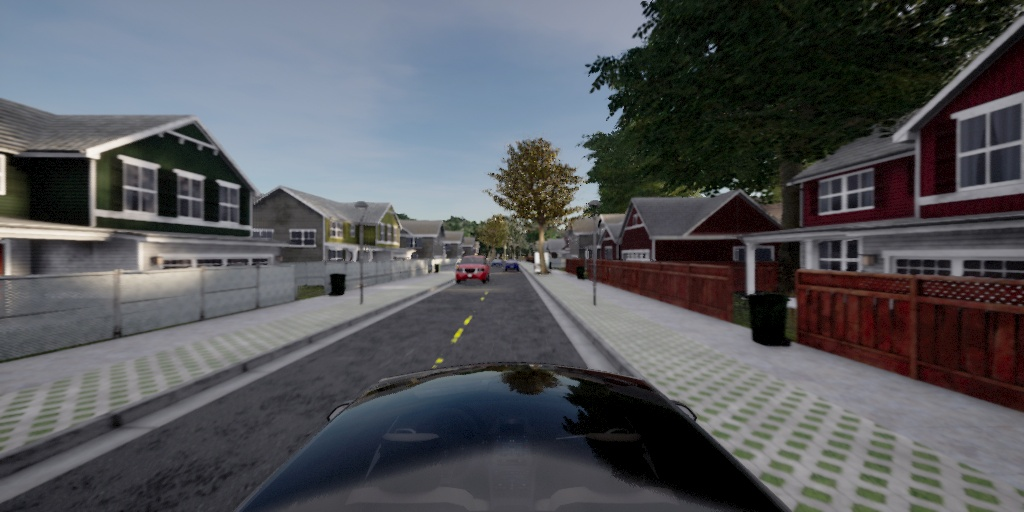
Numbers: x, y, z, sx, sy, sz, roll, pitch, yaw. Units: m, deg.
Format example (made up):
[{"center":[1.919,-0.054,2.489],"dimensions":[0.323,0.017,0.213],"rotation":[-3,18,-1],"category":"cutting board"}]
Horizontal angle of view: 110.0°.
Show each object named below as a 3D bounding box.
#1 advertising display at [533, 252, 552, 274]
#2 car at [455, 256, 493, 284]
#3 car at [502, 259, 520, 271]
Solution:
[{"center":[3.018,0.782,36.473],"dimensions":[1.540,2.440,0.280],"rotation":[0,0,0],"category":"advertising display"},{"center":[-2.842,0.975,26.995],"dimensions":[2.150,2.045,5.566],"rotation":[0,0,0],"category":"car"},{"center":[0.035,1.247,48.627],"dimensions":[1.882,1.535,5.008],"rotation":[0,0,1],"category":"car"}]
